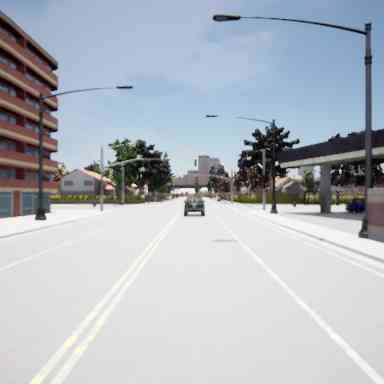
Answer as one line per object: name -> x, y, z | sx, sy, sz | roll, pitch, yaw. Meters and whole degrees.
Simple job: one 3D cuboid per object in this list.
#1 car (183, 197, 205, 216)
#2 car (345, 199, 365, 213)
car -> 0.254, 1.502, 35.867 | 2.150, 2.045, 5.566 | 0, 0, 0
car -> 20.439, 1.600, 38.815 | 4.611, 1.667, 2.242 | 0, 0, 2
